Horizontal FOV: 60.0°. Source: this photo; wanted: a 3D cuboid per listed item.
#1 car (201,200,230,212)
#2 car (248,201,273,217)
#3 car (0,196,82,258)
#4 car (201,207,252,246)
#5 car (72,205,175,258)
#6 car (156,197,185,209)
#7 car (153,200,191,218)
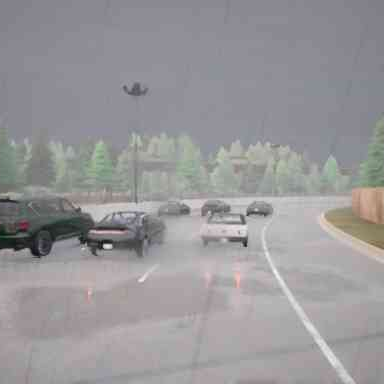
[{"bbox_3d":[2.262,1.472,30.425,1.837,1.490,4.892,0,0,19],"label":"car"},{"bbox_3d":[6.541,1.548,31.789,1.994,1.385,4.181,0,0,21],"label":"car"},{"bbox_3d":[-5.797,1.178,12.880,2.150,2.045,5.566,0,0,8],"label":"car"},{"bbox_3d":[1.656,1.587,15.146,1.895,1.301,4.718,0,0,10],"label":"car"},{"bbox_3d":[-2.265,1.464,12.675,2.128,1.511,4.902,0,0,8],"label":"car"},{"bbox_3d":[-2.818,1.450,45.477,1.812,1.442,4.674,0,0,27],"label":"car"},{"bbox_3d":[-1.530,1.515,30.122,1.994,1.385,4.181,0,0,19],"label":"car"}]
